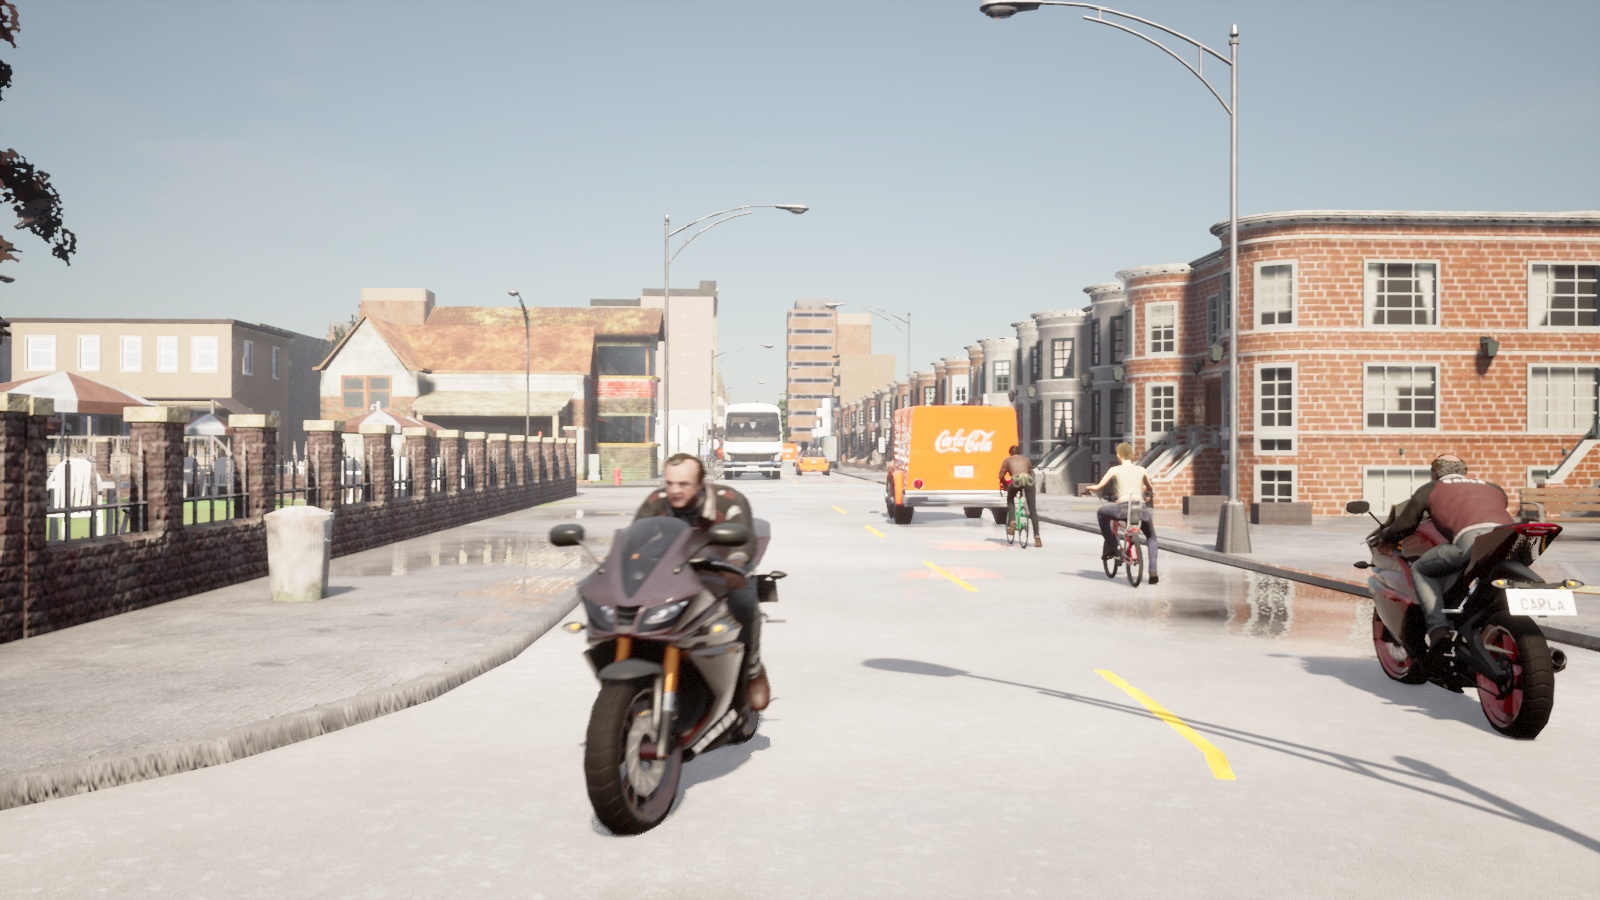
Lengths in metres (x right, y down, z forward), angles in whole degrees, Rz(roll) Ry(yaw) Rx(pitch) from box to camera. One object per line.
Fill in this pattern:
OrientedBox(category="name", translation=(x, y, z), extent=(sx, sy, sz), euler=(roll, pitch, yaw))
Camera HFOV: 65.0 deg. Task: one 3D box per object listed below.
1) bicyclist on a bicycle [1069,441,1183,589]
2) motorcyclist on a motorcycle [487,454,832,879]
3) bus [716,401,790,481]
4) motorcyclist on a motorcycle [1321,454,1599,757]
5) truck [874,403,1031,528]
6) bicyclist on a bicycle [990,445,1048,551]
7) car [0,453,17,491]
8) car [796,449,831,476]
OrientedBox(category="bicyclist on a bicycle", translation=(3.714, 0.708, 14.435), extent=(0.866, 1.612, 1.509), euler=(0, 0, -2))
OrientedBox(category="motorcyclist on a motorcycle", translation=(-0.505, 0.793, 5.696), extent=(0.866, 1.530, 2.191), euler=(-1, 0, 12))
OrientedBox(category="bus", translation=(-2.677, -0.461, 71.962), extent=(3.944, 4.253, 10.273), euler=(0, 0, -2))
OrientedBox(category="motorcyclist on a motorcycle", translation=(3.894, 0.791, 7.471), extent=(0.866, 1.530, 2.191), euler=(0, 0, 6))
OrientedBox(category="truck", translation=(3.174, 0.316, 27.445), extent=(2.627, 2.467, 5.204), euler=(0, 0, -2))
OrientedBox(category="bicyclist on a bicycle", translation=(3.484, 0.738, 20.100), extent=(0.582, 1.620, 1.656), euler=(0, 0, -2))
OrientedBox(category="car", translation=(-33.708, 0.861, 49.014), extent=(4.902, 1.511, 2.128), euler=(0, 0, -2))
OrientedBox(category="car", translation=(0.841, 0.796, 83.497), extent=(2.097, 1.767, 4.553), euler=(0, 0, -2))
